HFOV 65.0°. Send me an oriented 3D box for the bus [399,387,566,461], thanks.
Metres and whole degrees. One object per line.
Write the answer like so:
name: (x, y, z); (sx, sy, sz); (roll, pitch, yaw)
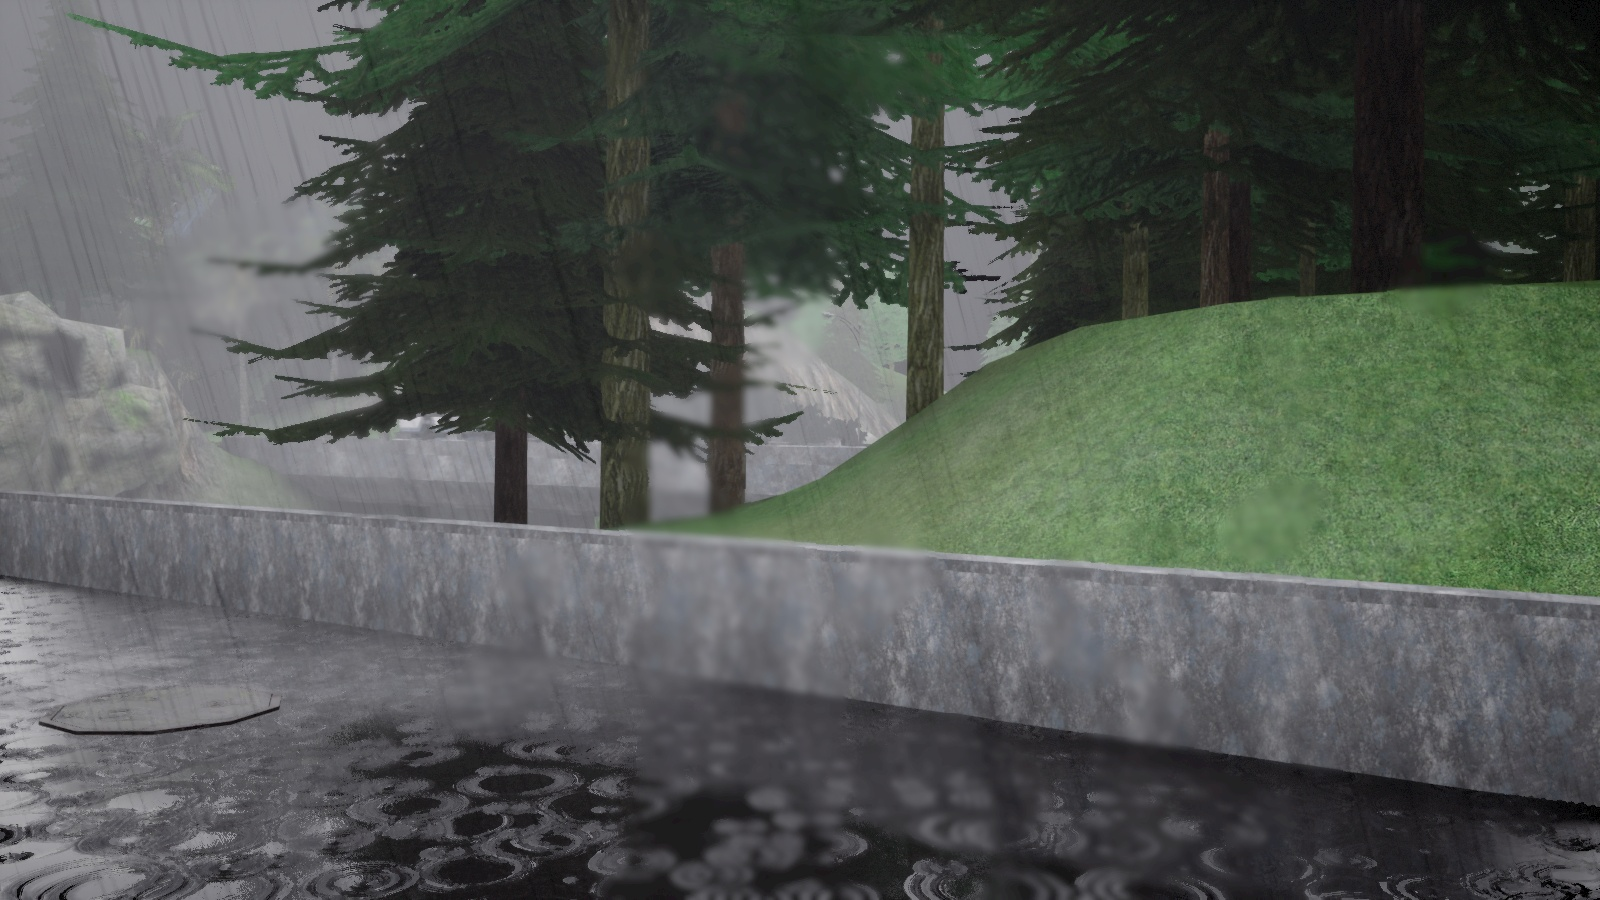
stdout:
bus: (-19.427, -1.514, 76.546); (10.273, 4.253, 3.944); (0, 1, 34)
